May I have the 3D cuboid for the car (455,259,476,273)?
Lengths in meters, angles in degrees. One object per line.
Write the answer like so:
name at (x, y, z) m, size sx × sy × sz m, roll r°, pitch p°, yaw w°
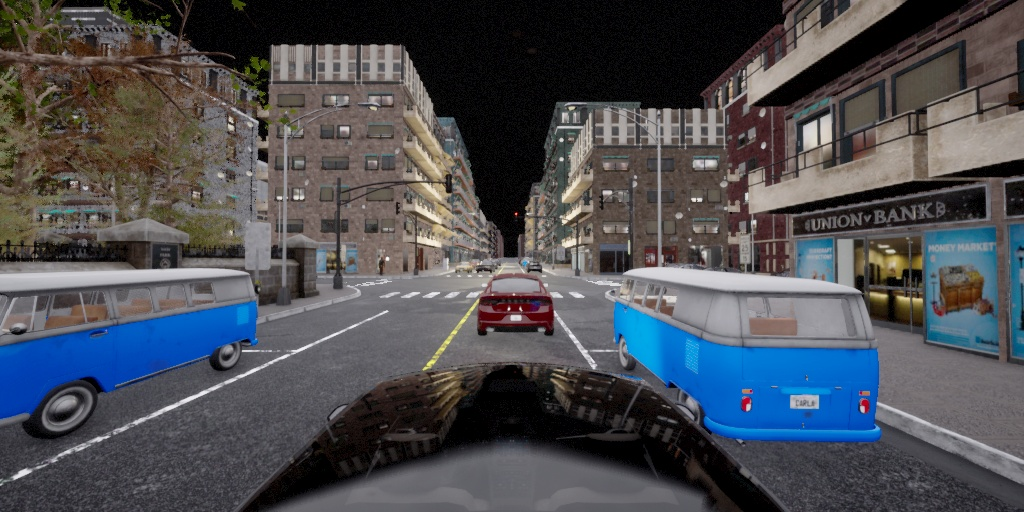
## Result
car at (-5.725, 1.290, 42.885) m, size 1.751 × 1.417 × 4.829 m, roll 0°, pitch 0°, yaw 0°

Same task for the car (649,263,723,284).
car at (13.772, 1.364, 28.667) m, size 4.902 × 1.511 × 2.128 m, roll 0°, pitch -1°, yaw 1°

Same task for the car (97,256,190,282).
car at (-26.484, 0.946, 25.905) m, size 4.553 × 1.767 × 2.097 m, roll 0°, pitch -1°, yaw 1°

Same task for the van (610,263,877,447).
van at (2.655, 1.092, 5.116) m, size 1.690 × 1.789 × 3.998 m, roll 0°, pitch 0°, yaw 0°

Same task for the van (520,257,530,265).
van at (2.640, 1.112, 59.990) m, size 1.690 × 1.789 × 3.998 m, roll 0°, pitch 0°, yaw 0°

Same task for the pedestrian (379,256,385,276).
pedestrian at (-12.568, 0.968, 34.491) m, size 0.375 × 1.860 × 0.375 m, roll 0°, pitch -1°, yaw 1°

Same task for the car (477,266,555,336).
car at (0.090, 1.230, 10.475) m, size 1.882 × 1.535 × 5.008 m, roll 0°, pitch 0°, yaw 0°

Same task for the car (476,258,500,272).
car at (-3.105, 1.312, 43.479) m, size 2.033 × 1.411 × 5.357 m, roll 0°, pitch 0°, yaw 4°

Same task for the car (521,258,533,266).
car at (2.650, 1.317, 48.705) m, size 2.007 × 1.370 × 4.403 m, roll 0°, pitch 0°, yaw 0°

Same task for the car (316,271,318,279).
car at (-16.626, 1.139, 25.794) m, size 4.902 × 1.511 × 2.128 m, roll 0°, pitch -1°, yaw 1°

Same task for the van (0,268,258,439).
van at (-5.659, 1.092, 5.110) m, size 1.690 × 1.789 × 3.998 m, roll 0°, pitch 0°, yaw 0°

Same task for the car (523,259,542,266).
car at (2.655, 1.330, 43.063) m, size 1.948 × 1.339 × 4.313 m, roll 0°, pitch 0°, yaw 0°
